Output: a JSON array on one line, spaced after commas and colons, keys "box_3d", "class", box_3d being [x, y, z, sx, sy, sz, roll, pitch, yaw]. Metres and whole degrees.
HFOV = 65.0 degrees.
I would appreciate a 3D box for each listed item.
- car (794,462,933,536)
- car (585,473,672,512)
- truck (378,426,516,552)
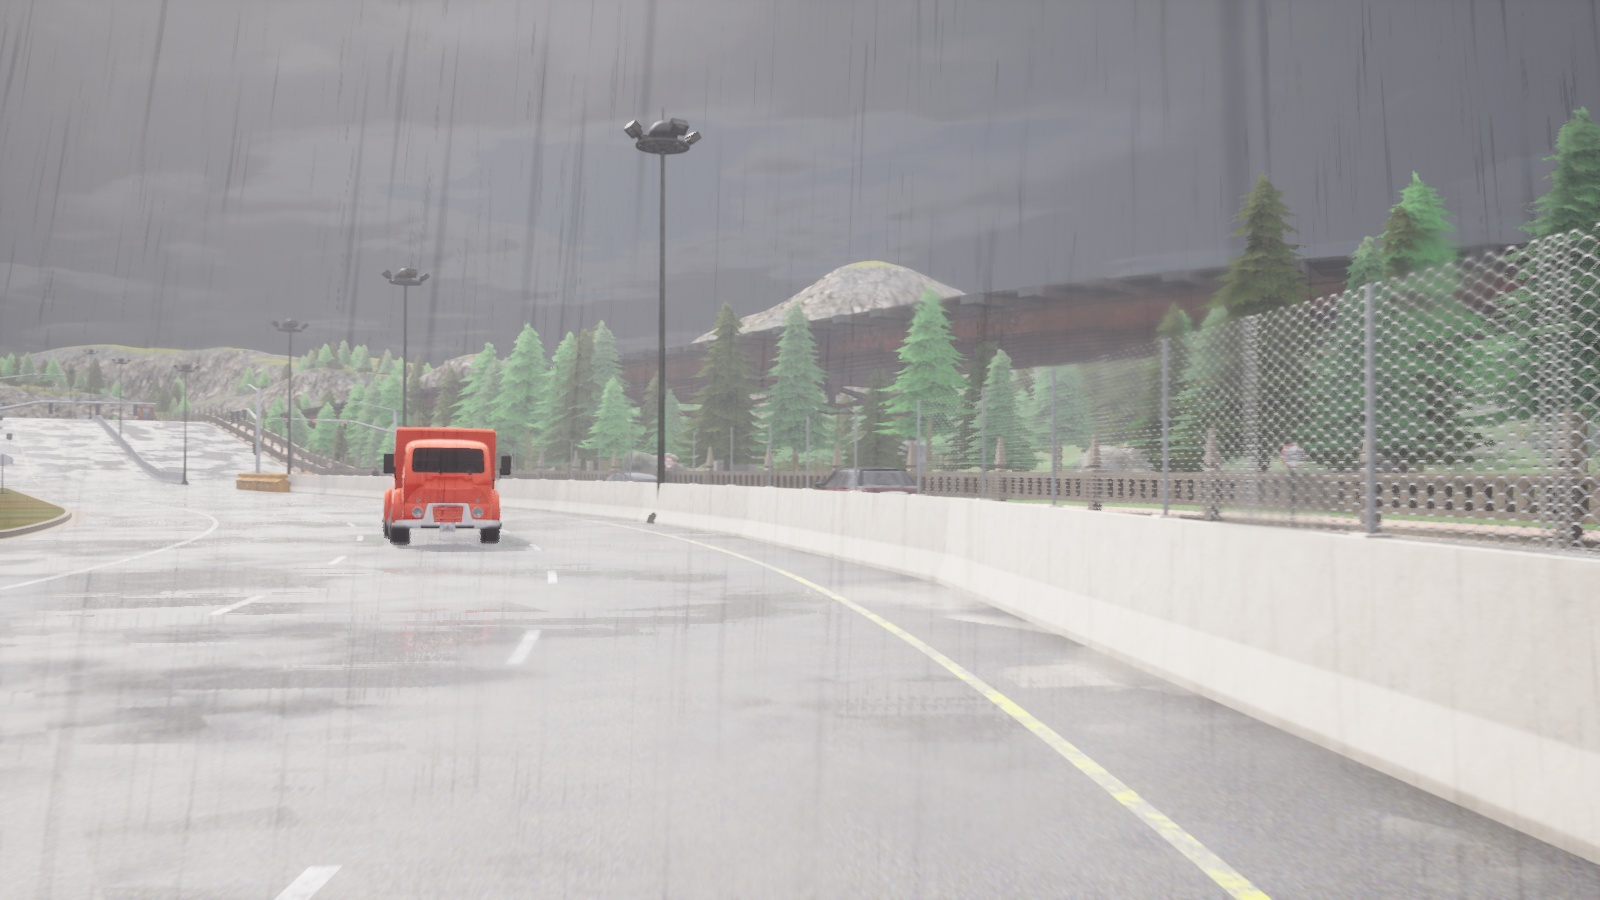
[{"box_3d": [1.535, 1.212, 32.619, 2.097, 1.767, 4.553, 0, -1, -18], "class": "car"}, {"box_3d": [-7.081, 1.712, 51.436, 1.837, 1.490, 4.892, 1, -1, -30], "class": "car"}, {"box_3d": [-7.774, 0.822, 27.425, 2.627, 2.467, 5.204, 1, -1, -17], "class": "truck"}]
